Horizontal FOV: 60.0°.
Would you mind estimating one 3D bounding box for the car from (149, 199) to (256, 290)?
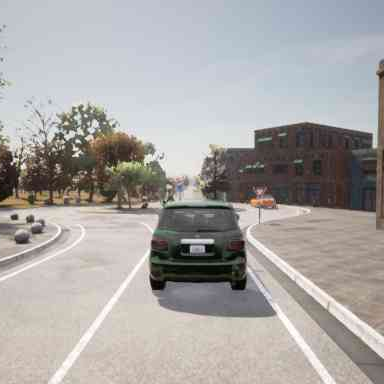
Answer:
[{"bbox_3d":[0.184,1.215,9.222,2.150,2.045,5.566,0,0,2],"label":"car"}]

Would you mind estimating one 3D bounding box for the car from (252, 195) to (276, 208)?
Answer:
[{"bbox_3d":[8.924,1.137,42.683,2.097,1.767,4.553,-1,0,-10],"label":"car"}]
